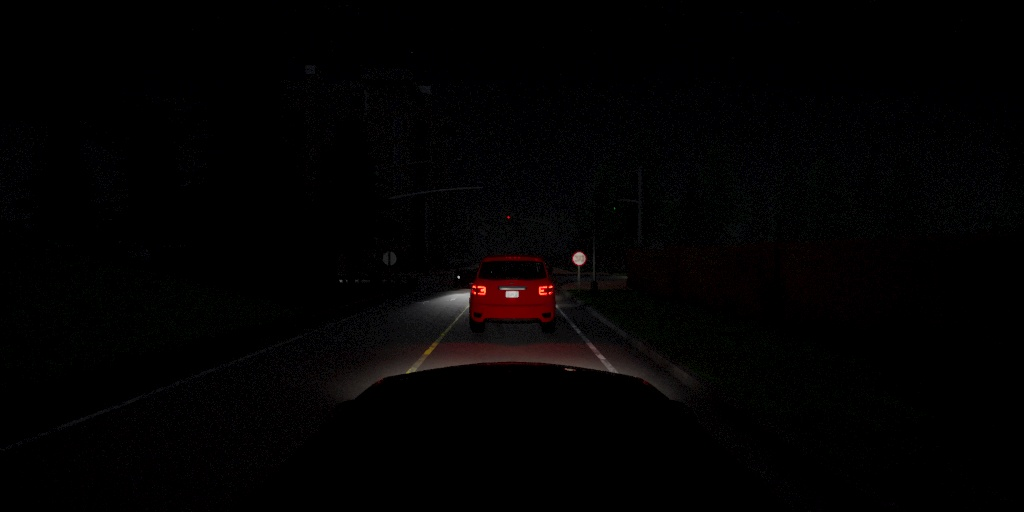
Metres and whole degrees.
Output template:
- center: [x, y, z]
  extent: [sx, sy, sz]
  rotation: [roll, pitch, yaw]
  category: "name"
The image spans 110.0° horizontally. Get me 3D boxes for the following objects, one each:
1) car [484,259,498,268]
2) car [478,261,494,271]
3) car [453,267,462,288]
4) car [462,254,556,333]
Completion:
- center: [-3.491, 1.297, 60.722]
  extent: [2.033, 1.411, 5.357]
  rotation: [0, 0, 0]
  category: "car"
- center: [-3.529, 1.351, 50.086]
  extent: [1.895, 1.301, 4.718]
  rotation: [0, 0, 0]
  category: "car"
- center: [-2.805, 1.353, 23.629]
  extent: [1.895, 1.301, 4.718]
  rotation: [0, 0, -9]
  category: "car"
- center: [0.055, 0.971, 10.914]
  extent: [2.150, 2.045, 5.566]
  rotation: [0, 0, 1]
  category: "car"
